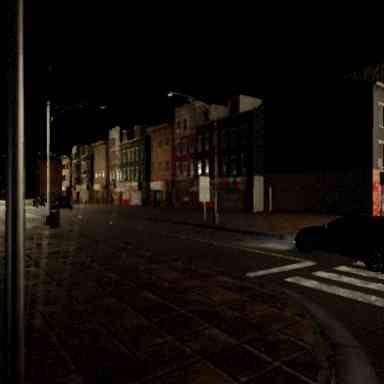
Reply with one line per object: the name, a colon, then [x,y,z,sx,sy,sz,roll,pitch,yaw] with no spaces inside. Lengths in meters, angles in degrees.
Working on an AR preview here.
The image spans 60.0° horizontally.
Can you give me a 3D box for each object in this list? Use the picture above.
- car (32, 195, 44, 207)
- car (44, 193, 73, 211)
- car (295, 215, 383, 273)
car: [-21.897,1.398,48.333,1.837,1.490,4.892,0,0,-36]
car: [-15.947,1.244,40.108,2.097,1.767,4.553,0,0,-35]
car: [5.263,1.434,10.400,1.812,1.442,4.674,1,0,-21]
